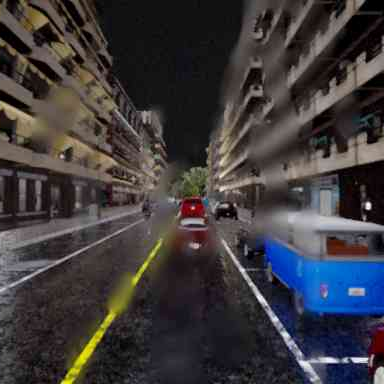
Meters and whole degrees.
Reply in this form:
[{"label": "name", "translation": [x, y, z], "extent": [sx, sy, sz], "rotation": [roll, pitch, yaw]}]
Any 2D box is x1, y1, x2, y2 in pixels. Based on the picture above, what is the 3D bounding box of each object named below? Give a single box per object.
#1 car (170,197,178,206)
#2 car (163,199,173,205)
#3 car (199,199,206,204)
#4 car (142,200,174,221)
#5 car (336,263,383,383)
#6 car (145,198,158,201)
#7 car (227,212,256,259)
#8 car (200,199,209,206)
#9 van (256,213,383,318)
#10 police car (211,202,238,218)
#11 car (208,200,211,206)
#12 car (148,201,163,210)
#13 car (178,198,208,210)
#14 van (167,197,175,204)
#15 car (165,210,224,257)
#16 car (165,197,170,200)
[{"label": "car", "translation": [-3.011, 2.241, 71.305], "extent": [2.128, 1.511, 4.902], "rotation": [0, -1, 0]}, {"label": "car", "translation": [-5.692, 2.381, 79.758], "extent": [1.947, 1.339, 4.313], "rotation": [1, -1, 0]}, {"label": "car", "translation": [2.667, 2.417, 85.290], "extent": [1.887, 1.381, 4.507], "rotation": [1, -1, 0]}, {"label": "car", "translation": [-3.103, 1.798, 29.984], "extent": [2.128, 1.511, 4.902], "rotation": [0, -1, 0]}, {"label": "car", "translation": [2.701, 1.564, 1.728], "extent": [1.887, 1.381, 4.507], "rotation": [1, -1, 0]}, {"label": "car", "translation": [-5.683, 1.788, 46.335], "extent": [2.192, 1.841, 5.009], "rotation": [1, -1, 0]}, {"label": "car", "translation": [2.699, 1.683, 12.869], "extent": [2.008, 1.369, 4.403], "rotation": [1, -1, 0]}, {"label": "car", "translation": [2.697, 2.285, 74.319], "extent": [1.752, 1.417, 4.829], "rotation": [1, -1, 0]}, {"label": "van", "translation": [2.703, 1.417, 7.300], "extent": [1.690, 1.788, 3.998], "rotation": [1, -1, 0]}, {"label": "police car", "translation": [3.129, 1.746, 31.435], "extent": [1.930, 1.638, 5.238], "rotation": [0, -1, 0]}, {"label": "car", "translation": [3.143, 1.917, 38.324], "extent": [1.812, 1.442, 4.674], "rotation": [0, -1, 0]}, {"label": "car", "translation": [-5.688, 2.112, 51.903], "extent": [1.802, 1.307, 4.206], "rotation": [1, -1, 0]}, {"label": "car", "translation": [0.093, 1.546, 31.795], "extent": [2.150, 2.045, 5.566], "rotation": [0, -1, 0]}, {"label": "van", "translation": [-5.691, 2.270, 90.901], "extent": [1.690, 1.788, 3.998], "rotation": [1, -1, 0]}, {"label": "car", "translation": [0.091, 1.663, 13.426], "extent": [1.812, 1.442, 4.674], "rotation": [0, -1, 0]}, {"label": "car", "translation": [-5.691, 2.281, 74.017], "extent": [1.752, 1.417, 4.829], "rotation": [1, -1, 0]}]
